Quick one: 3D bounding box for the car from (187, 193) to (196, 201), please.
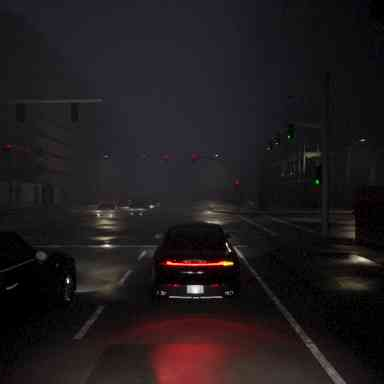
[{"bbox_3d":[-0.034,1.225,84.437,2.150,2.045,5.566,0,0,1],"label":"car"}]

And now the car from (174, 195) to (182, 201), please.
[{"bbox_3d":[-3.536,1.553,84.211,1.994,1.385,4.181,0,0,1],"label":"car"}]

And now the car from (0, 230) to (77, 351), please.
[{"bbox_3d":[-3.447,1.352,5.095,2.097,1.767,4.553,0,0,0],"label":"car"}]

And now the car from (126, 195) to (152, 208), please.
[{"bbox_3d":[-7.491,1.547,47.471,2.033,1.411,5.357,0,0,0],"label":"car"}]

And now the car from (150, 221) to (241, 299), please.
[{"bbox_3d":[0.079,1.505,8.419,1.837,1.490,4.892,0,0,0],"label":"car"}]

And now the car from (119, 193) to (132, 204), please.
[{"bbox_3d":[-10.949,1.221,54.108,2.150,2.045,5.566,0,0,1],"label":"car"}]

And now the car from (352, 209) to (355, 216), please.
[{"bbox_3d":[15.966,1.656,27.649,4.718,1.301,1.895,0,0,0],"label":"car"}]

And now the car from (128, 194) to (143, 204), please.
[{"bbox_3d":[-10.803,1.352,63.857,2.097,1.767,4.553,0,0,1],"label":"car"}]

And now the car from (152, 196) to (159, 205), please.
[{"bbox_3d":[-7.406,1.478,57.450,1.882,1.535,5.008,0,0,1],"label":"car"}]

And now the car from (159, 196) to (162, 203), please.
[{"bbox_3d":[-7.220,1.547,67.893,2.033,1.411,5.357,0,0,1],"label":"car"}]

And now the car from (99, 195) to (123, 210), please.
[{"bbox_3d":[-10.978,1.478,44.288,1.882,1.535,5.008,0,0,0],"label":"car"}]
